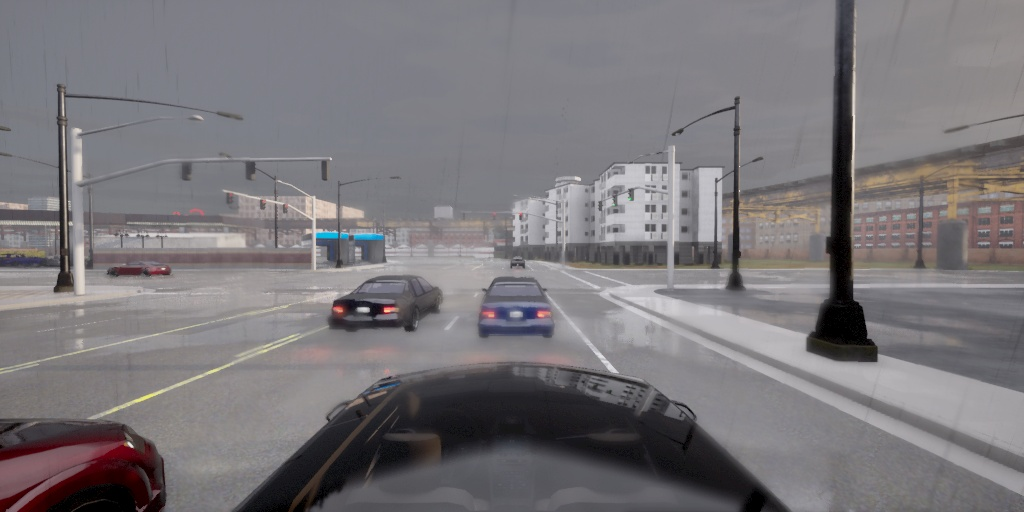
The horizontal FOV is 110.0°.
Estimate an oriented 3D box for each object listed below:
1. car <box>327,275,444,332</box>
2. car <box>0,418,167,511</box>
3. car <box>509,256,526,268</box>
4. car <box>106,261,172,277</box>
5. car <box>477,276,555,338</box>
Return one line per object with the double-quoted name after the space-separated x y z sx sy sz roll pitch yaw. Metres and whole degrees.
-3.406 1.273 10.730 2.033 1.411 5.357 0 0 0 "car"
-3.395 1.314 0.733 1.994 1.385 4.181 0 0 0 "car"
0.707 0.775 45.865 1.837 1.490 4.892 0 1 0 "car"
-32.195 1.083 31.001 4.181 1.385 1.994 0 1 -1 "car"
0.090 1.279 10.128 2.033 1.411 5.357 0 0 0 "car"
